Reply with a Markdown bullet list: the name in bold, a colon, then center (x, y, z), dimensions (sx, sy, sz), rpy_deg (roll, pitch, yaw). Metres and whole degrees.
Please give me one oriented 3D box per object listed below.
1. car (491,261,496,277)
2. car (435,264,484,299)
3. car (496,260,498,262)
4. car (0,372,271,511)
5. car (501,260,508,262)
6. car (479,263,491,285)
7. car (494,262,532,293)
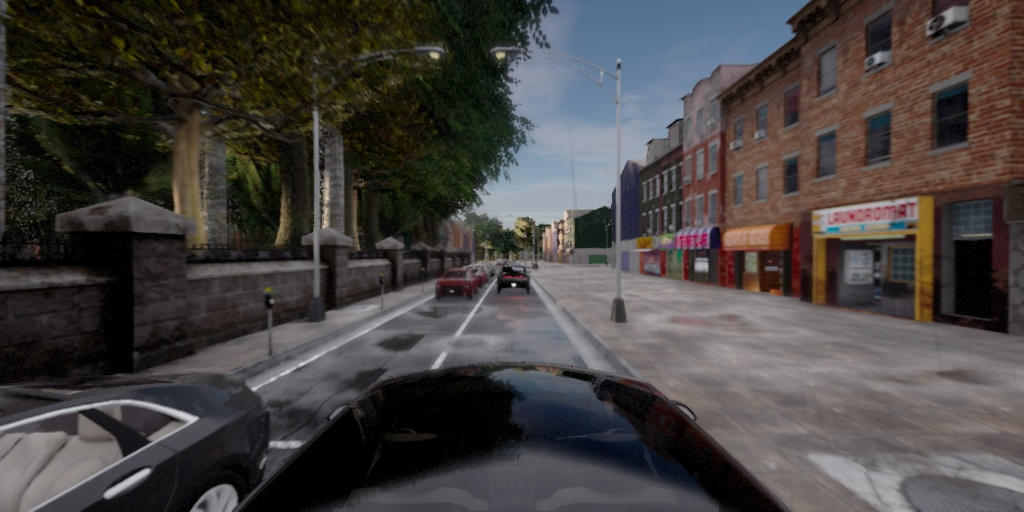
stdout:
- **car**: center (-2.644, 1.320, 29.358), dimensions (2.007, 1.370, 4.403), rpy_deg (0, 0, 0)
- **car**: center (-2.642, 1.301, 17.981), dimensions (1.888, 1.381, 4.507), rpy_deg (0, 0, 0)
- **car**: center (-2.645, 1.346, 35.047), dimensions (1.948, 1.339, 4.313), rpy_deg (0, 0, 0)
- **car**: center (-2.638, 1.301, 0.916), dimensions (2.007, 1.370, 4.403), rpy_deg (0, 0, 0)
- **car**: center (0.093, 1.386, 37.593), dimensions (1.895, 1.301, 4.718), rpy_deg (0, 0, 0)
- **car**: center (-2.643, 1.307, 23.669), dimensions (1.888, 1.381, 4.507), rpy_deg (0, 0, 0)
- **car**: center (0.095, 1.263, 20.989), dimensions (1.837, 1.490, 4.892), rpy_deg (0, 0, 0)
